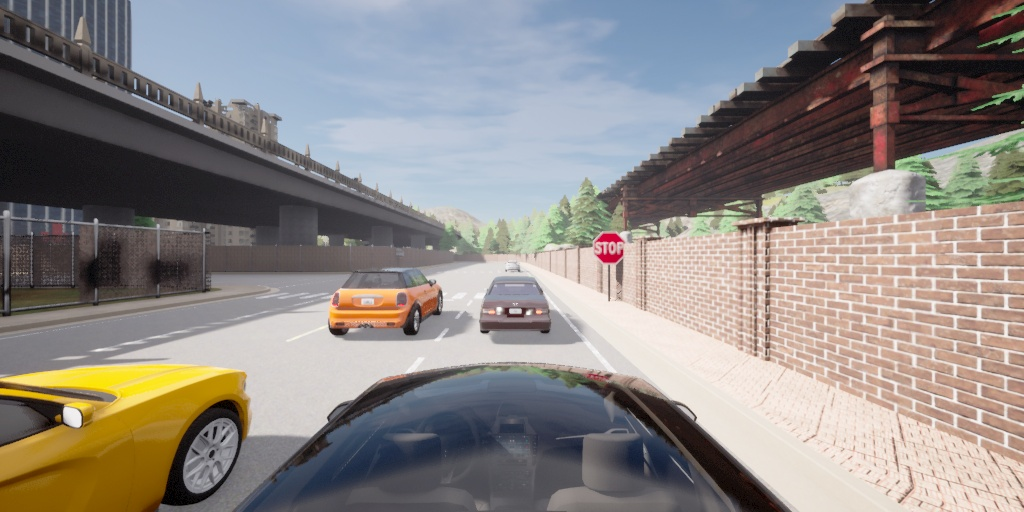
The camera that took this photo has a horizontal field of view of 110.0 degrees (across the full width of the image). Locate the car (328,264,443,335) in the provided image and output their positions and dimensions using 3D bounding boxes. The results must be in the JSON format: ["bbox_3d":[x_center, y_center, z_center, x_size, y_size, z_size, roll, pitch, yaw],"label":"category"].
[{"bbox_3d":[-3.425,1.102,10.623,2.097,1.767,4.553,0,0,0],"label":"car"}]

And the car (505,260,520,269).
[{"bbox_3d":[0.074,1.273,45.516,1.812,1.442,4.674,0,0,-1],"label":"car"}]

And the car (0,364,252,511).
[{"bbox_3d":[-3.398,1.228,1.366,1.882,1.535,5.008,0,0,0],"label":"car"}]

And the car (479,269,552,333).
[{"bbox_3d":[0.076,1.297,10.647,2.033,1.411,5.357,0,0,0],"label":"car"}]
